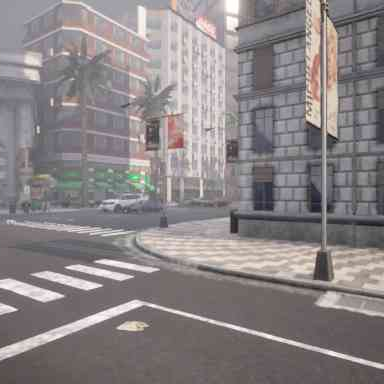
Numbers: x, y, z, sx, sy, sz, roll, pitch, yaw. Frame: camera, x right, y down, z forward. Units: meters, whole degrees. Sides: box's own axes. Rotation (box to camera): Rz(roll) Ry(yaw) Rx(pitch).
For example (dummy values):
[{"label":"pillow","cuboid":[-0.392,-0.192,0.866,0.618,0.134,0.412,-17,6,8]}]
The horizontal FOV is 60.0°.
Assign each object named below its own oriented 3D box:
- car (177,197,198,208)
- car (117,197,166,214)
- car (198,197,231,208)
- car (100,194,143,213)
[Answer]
[{"label":"car","cuboid":[-0.132,1.526,48.024,1.812,1.442,4.674,0,0,38]},{"label":"car","cuboid":[-5.085,1.547,35.674,2.033,1.411,5.357,0,0,36]},{"label":"car","cuboid":[3.541,1.478,47.066,1.882,1.535,5.008,0,0,40]},{"label":"car","cuboid":[-7.800,1.221,37.868,2.150,2.045,5.566,0,0,36]}]
